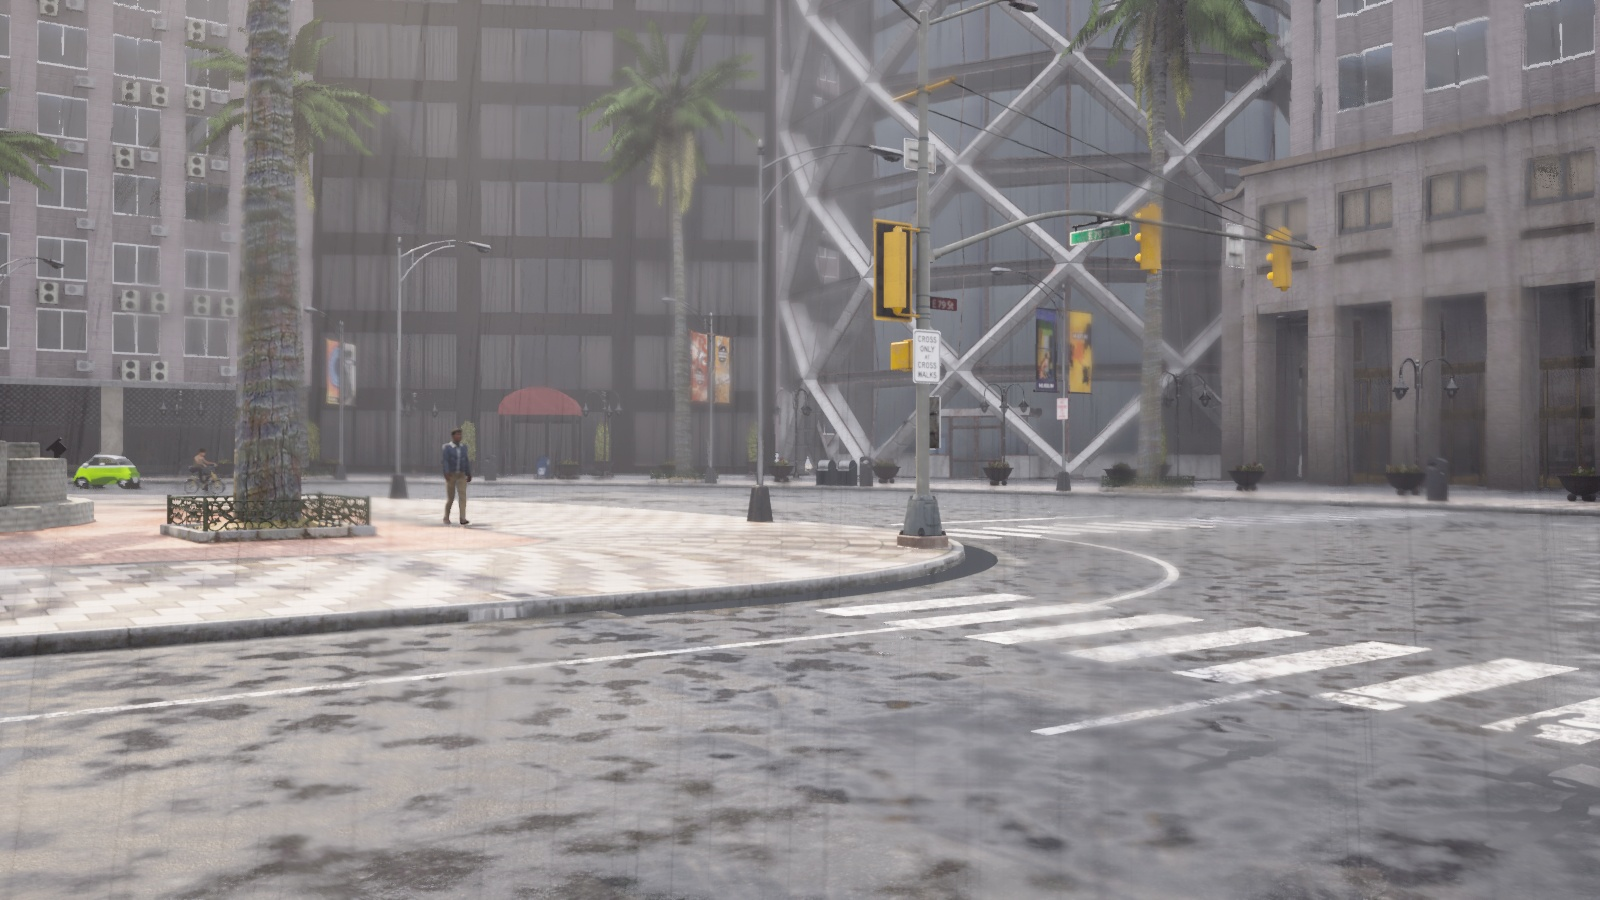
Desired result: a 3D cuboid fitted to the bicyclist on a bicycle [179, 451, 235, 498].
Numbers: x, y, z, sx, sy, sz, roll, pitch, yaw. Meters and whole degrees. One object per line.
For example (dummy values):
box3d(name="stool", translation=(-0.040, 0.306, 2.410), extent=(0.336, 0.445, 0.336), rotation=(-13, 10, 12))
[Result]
box3d(name="bicyclist on a bicycle", translation=(-20.482, 0.831, 43.372), extent=(1.509, 1.612, 0.866), rotation=(0, 0, 6))

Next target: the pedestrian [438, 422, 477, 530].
box3d(name="pedestrian", translation=(-6.273, 0.471, 22.988), extent=(0.423, 1.949, 0.788), rotation=(0, 0, -36))

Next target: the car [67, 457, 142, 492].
box3d(name="car", translation=(-27.894, 0.982, 50.435), extent=(2.207, 1.376, 1.481), rotation=(0, 0, -3))
